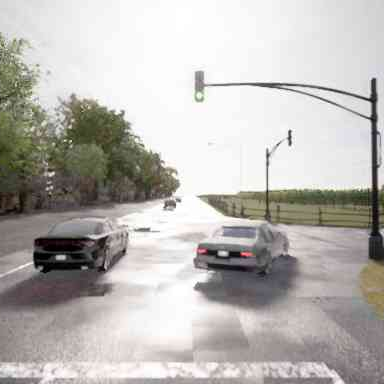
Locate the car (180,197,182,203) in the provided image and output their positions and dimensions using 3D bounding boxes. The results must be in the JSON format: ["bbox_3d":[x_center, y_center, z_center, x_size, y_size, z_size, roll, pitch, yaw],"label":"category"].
[{"bbox_3d":[-3.496,1.950,81.782,1.882,1.535,5.008,0,0,0],"label":"car"}]

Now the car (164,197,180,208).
[{"bbox_3d":[-3.399,1.815,53.128,1.837,1.490,4.892,0,-1,0],"label":"car"}]

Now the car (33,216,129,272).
[{"bbox_3d":[-3.400,1.546,11.103,1.882,1.535,5.008,0,0,0],"label":"car"}]

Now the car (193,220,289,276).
[{"bbox_3d":[1.816,1.613,10.679,2.033,1.411,5.357,0,0,24],"label":"car"}]
